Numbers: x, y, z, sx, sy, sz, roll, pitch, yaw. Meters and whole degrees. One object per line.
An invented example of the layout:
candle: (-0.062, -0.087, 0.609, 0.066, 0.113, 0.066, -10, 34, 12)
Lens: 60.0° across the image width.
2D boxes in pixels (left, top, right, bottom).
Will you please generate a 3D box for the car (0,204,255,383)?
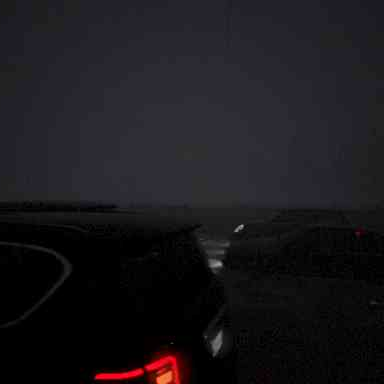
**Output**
car: (-2.348, 1.220, 3.358, 5.566, 2.045, 2.150, 0, 0, 19)

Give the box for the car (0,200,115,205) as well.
car: (-4.133, 1.221, 7.691, 5.566, 2.045, 2.150, 0, 0, 19)

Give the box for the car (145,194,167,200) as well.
car: (-7.950, 1.203, 73.571, 4.605, 1.855, 1.932, 0, 0, 19)

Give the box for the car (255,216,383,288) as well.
car: (3.557, 1.547, 8.739, 5.357, 1.411, 2.033, 0, 0, 19)

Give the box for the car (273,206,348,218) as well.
car: (3.765, 1.351, 12.370, 4.553, 1.767, 2.097, 0, 0, 19)

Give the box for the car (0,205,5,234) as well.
car: (-12.938, 1.475, 18.133, 5.008, 1.535, 1.882, 0, 0, 19)
